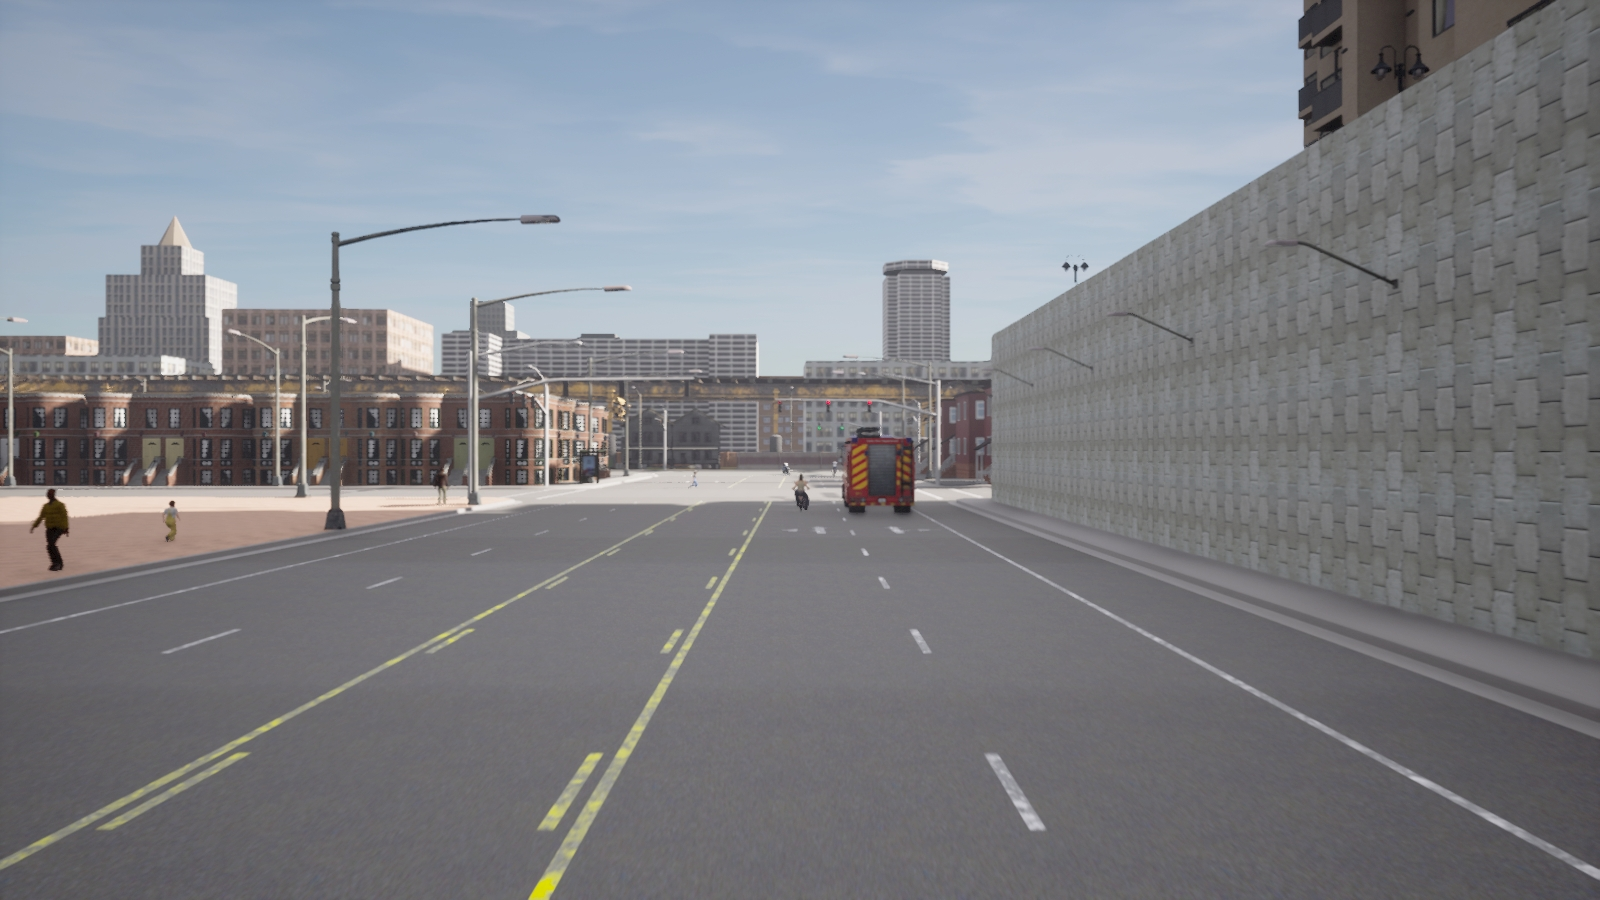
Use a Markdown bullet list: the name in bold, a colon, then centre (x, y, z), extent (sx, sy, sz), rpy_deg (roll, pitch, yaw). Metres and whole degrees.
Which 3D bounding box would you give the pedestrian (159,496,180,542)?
- **pedestrian**: centre (-18.115, 1.987, 32.838), extent (0.375, 1.300, 0.375), rpy_deg (0, 0, 10)

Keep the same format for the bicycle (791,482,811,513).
- **bicycle**: centre (0.043, 2.144, 51.895), extent (0.859, 1.301, 1.487), rpy_deg (0, 1, 0)

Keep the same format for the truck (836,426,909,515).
- **truck**: centre (3.293, 0.890, 53.708), extent (2.891, 3.827, 8.468), rpy_deg (0, 0, 0)

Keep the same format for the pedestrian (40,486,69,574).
- **pedestrian**: centre (-15.909, 1.696, 24.389), extent (0.375, 1.860, 0.375), rpy_deg (0, 0, 8)

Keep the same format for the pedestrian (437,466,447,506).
- **pedestrian**: centre (-16.849, 1.697, 53.786), extent (0.375, 1.860, 0.375), rpy_deg (0, 0, 1)
